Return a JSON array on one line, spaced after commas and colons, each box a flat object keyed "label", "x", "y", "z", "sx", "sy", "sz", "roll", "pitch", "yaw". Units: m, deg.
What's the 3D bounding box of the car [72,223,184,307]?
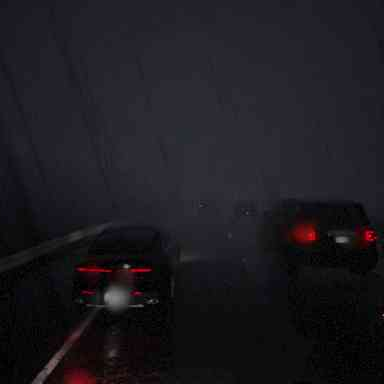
[{"label": "car", "x": -1.268, "y": 1.498, "z": 7.941, "sx": 1.837, "sy": 1.490, "sz": 4.892, "roll": 0, "pitch": 0, "yaw": 1}]

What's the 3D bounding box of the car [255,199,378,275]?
[{"label": "car", "x": 3.653, "y": 1.231, "z": 10.644, "sx": 2.150, "sy": 2.045, "sz": 5.566, "roll": 0, "pitch": 0, "yaw": 1}]

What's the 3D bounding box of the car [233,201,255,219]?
[{"label": "car", "x": 4.706, "y": 1.499, "z": 29.155, "sx": 2.128, "sy": 1.511, "sz": 4.902, "roll": 0, "pitch": 0, "yaw": 5}]

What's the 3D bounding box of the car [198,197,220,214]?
[{"label": "car", "x": 1.688, "y": 1.522, "z": 34.894, "sx": 1.812, "sy": 1.442, "sz": 4.674, "roll": 0, "pitch": 0, "yaw": 7}]
